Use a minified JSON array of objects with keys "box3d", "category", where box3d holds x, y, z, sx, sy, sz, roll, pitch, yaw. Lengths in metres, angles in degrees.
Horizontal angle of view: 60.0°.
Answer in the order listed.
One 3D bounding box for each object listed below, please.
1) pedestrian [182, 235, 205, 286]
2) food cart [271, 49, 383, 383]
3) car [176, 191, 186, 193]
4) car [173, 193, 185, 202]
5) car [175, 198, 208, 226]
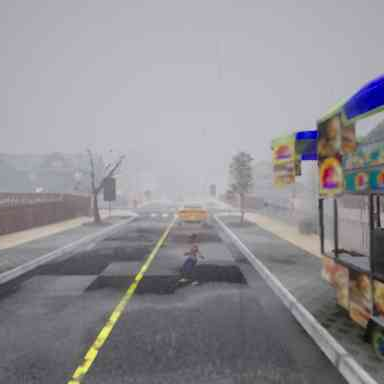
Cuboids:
[{"box3d":[0.040,1.259,7.914,0.375,1.860,0.375,1,-1,-3],"category":"pedestrian"},{"box3d":[2.979,0.442,5.238,2.280,3.560,4.660,-1,-1,0],"category":"food cart"},{"box3d":[-2.769,0.675,84.166,2.150,2.045,5.566,0,0,0],"category":"car"},{"box3d":[-2.766,1.383,68.739,1.994,1.385,4.181,0,0,0],"category":"car"},{"box3d":[0.060,1.391,22.517,1.882,1.535,5.008,0,0,0],"category":"car"}]
